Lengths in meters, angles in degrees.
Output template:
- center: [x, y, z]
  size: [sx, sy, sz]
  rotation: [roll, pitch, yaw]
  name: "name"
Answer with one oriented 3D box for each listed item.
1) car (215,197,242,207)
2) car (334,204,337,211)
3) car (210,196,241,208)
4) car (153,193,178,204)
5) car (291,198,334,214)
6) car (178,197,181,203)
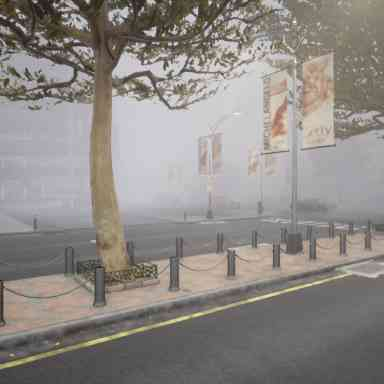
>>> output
- center: [5.843, 1.525, 53.687]
  size: [1.812, 1.442, 4.674]
  rotation: [0, 0, -36]
  name: "car"
- center: [15.259, 1.526, 40.441]
  size: [1.812, 1.442, 4.674]
  rotation: [0, 0, -36]
  name: "car"
- center: [4.577, 1.353, 49.429]
  size: [2.097, 1.767, 4.553]
  rotation: [0, 0, -36]
  name: "car"
- center: [-5.385, 1.351, 62.832]
  size: [2.097, 1.767, 4.553]
  rotation: [0, 0, -42]
  name: "car"
- center: [12.535, 1.599, 35.448]
  size: [1.895, 1.301, 4.718]
  rotation: [0, 0, -12]
  name: "car"
- center: [-4.755, 1.221, 67.659]
  size: [2.150, 2.045, 5.566]
  rotation: [0, 0, -45]
  name: "car"
